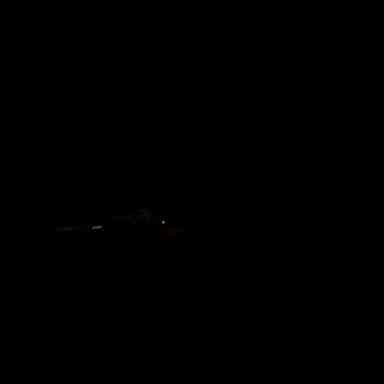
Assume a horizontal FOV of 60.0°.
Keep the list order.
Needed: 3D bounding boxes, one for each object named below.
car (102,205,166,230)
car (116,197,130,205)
[{"bbox_3d":[-4.108,1.862,23.567,4.674,1.442,1.812,-1,-1,22],"label":"car"},{"bbox_3d":[-14.638,2.464,69.635,1.837,1.490,4.892,-1,0,-4],"label":"car"}]
